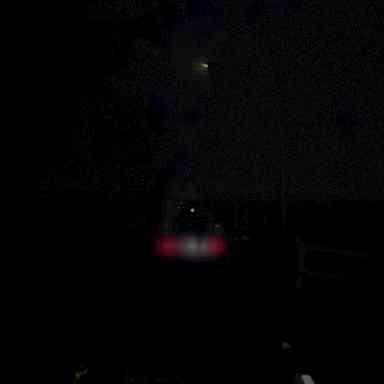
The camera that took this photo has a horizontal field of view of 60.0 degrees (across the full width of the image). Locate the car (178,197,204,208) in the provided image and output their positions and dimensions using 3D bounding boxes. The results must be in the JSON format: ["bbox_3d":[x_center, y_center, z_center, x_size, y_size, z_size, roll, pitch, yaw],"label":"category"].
[{"bbox_3d":[0.054,1.403,28.805,1.994,1.385,4.181,0,1,0],"label":"car"}]

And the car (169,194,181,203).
[{"bbox_3d":[-2.792,1.042,55.756,1.812,1.442,4.674,0,1,1],"label":"car"}]

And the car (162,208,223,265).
[{"bbox_3d":[0.028,1.514,11.503,2.033,1.411,5.357,0,0,1],"label":"car"}]
